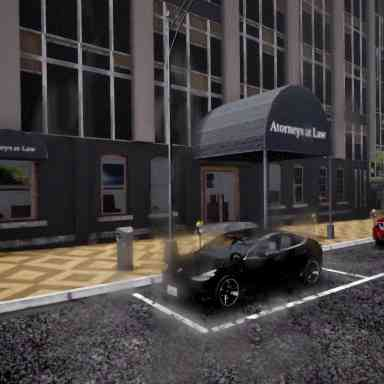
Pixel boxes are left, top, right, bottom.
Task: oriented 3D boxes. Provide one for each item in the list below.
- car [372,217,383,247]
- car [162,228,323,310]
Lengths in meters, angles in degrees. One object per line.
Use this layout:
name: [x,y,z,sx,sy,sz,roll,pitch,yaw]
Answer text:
car: [9.620,1.310,14.038,5.009,1.841,2.192,0,-1,-37]
car: [1.348,1.564,7.830,4.313,1.339,1.947,0,-1,-37]
